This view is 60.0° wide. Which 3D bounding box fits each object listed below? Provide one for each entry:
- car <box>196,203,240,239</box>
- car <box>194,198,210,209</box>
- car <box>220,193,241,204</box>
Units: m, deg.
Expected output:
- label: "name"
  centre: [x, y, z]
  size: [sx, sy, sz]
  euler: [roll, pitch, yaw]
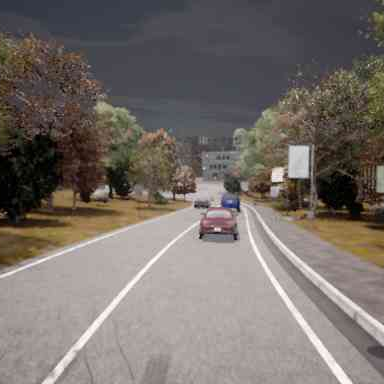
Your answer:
- label: "car"
  centre: [1.420, 1.508, 17.189]
  size: [1.812, 1.442, 4.674]
  euler: [1, 0, 7]
- label: "car"
  centre: [1.340, 1.444, 43.365]
  size: [2.033, 1.411, 5.357]
  euler: [1, 0, 7]
- label: "car"
  centre: [4.378, 1.175, 37.770]
  size: [2.150, 2.045, 5.566]
  euler: [1, 0, 8]
